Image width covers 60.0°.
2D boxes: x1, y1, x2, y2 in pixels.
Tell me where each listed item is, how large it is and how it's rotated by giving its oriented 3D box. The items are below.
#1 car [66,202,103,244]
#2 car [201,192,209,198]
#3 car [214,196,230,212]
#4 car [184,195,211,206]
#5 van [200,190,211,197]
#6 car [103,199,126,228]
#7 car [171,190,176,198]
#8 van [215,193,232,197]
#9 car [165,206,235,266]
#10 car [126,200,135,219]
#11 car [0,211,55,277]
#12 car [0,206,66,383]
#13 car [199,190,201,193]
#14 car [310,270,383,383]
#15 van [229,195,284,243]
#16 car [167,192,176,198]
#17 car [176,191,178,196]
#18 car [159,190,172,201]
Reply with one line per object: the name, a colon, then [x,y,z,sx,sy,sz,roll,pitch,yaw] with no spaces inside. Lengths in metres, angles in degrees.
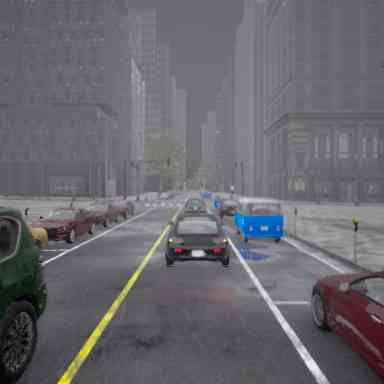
car: [-5.685,1.384,15.004,1.887,1.381,4.507,0,1,0]
car: [3.288,0.733,85.729,1.802,1.307,4.206,0,1,0]
car: [2.936,1.275,25.983,1.887,1.381,4.507,0,1,0]
car: [0.266,1.259,27.625,2.033,1.411,5.357,0,1,0]
van: [3.190,0.643,69.488,1.690,1.788,3.998,0,1,0]
car: [-5.652,1.327,20.529,1.887,1.381,4.507,0,1,0]
car: [-5.304,0.793,74.724,1.887,1.381,4.507,0,1,0]
van: [2.971,1.015,31.506,1.690,1.788,3.998,0,1,0]
car: [0.165,1.410,10.937,1.812,1.442,4.674,0,0,0]
car: [-5.619,1.270,26.054,1.887,1.381,4.507,0,1,0]
car: [-5.718,1.424,9.309,1.752,1.417,4.829,0,1,0]
car: [-3.088,1.193,2.387,2.150,2.045,5.566,0,1,0]
car: [3.255,0.745,80.315,1.887,1.381,4.507,0,1,0]
car: [2.796,1.541,3.885,1.802,1.307,4.206,0,1,0]
van: [2.867,1.185,14.932,1.690,1.788,3.998,0,1,0]
car: [-5.240,0.701,85.301,2.008,1.369,4.403,0,1,0]
car: [-5.271,0.514,80.010,2.192,1.841,5.009,0,1,0]
car: [-5.376,0.876,63.974,1.752,1.417,4.829,0,1,0]
